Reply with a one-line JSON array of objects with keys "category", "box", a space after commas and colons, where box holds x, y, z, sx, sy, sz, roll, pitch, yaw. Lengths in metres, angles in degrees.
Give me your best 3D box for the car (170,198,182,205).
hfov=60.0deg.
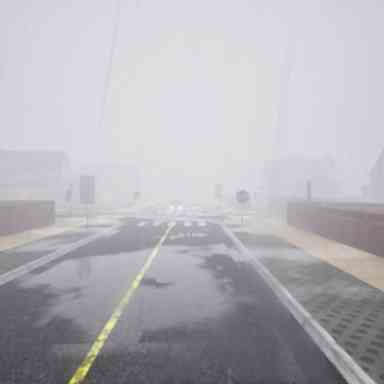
[{"category": "car", "box": [-2.727, 1.640, 57.657, 1.895, 1.301, 4.718, 0, 0, 0]}]
